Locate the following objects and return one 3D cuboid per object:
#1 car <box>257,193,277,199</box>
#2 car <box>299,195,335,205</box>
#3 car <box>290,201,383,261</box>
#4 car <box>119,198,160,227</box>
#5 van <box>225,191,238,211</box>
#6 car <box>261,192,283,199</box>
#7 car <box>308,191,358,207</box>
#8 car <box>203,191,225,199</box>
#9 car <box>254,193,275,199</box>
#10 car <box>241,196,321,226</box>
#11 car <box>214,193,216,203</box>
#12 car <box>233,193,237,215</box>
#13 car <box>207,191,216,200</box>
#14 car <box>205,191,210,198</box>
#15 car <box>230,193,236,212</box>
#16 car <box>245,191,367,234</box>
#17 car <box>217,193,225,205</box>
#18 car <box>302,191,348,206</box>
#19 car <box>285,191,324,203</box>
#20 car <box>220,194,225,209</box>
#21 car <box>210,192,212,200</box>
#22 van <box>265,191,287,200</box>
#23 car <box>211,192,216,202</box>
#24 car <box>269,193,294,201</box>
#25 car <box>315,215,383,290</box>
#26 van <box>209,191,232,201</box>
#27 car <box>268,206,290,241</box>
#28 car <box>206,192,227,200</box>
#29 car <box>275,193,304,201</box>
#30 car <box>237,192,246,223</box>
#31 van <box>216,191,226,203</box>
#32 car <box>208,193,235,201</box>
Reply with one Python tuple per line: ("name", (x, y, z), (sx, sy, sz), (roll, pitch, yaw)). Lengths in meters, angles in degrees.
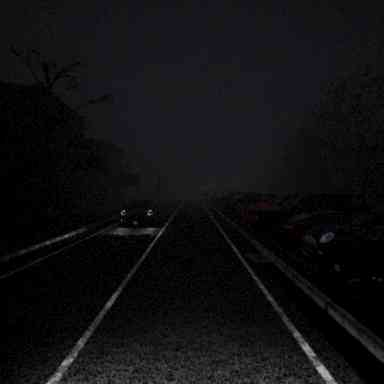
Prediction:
("car", (18.669, 0.965, 83.153), (4.674, 1.452, 2.002), (0, 0, 0))
("car", (18.697, 1.129, 49.861), (4.674, 1.452, 2.002), (0, 0, 0))
("car", (5.708, 1.288, 10.268), (4.553, 1.767, 2.185), (0, 0, 0))
("car", (-3.252, 1.198, 21.413), (2.097, 1.767, 4.553), (0, 0, 0))
("van", (5.532, 1.025, 29.889), (4.442, 1.987, 1.878), (0, 0, 0))
("car", (18.636, 0.815, 77.584), (4.553, 1.767, 2.185), (0, 0, 0))
("car", (18.679, 0.882, 44.289), (5.566, 2.045, 2.435), (0, 0, 0))
("car", (5.617, 0.670, 85.951), (5.566, 2.045, 2.435), (0, 0, 0))
("car", (18.673, 0.921, 85.940), (5.008, 1.535, 2.097), (0, 0, 0))
("car", (5.630, 1.195, 21.480), (4.553, 1.767, 2.185), (0, 0, 0))
("car", (5.658, 1.165, 43.907), (4.792, 1.488, 2.163), (0, 0, 0))
("car", (5.625, 1.172, 24.284), (4.553, 1.767, 2.185), (0, 0, 0))
("car", (5.604, 1.037, 57.916), (4.892, 1.521, 2.231), (0, 0, 0))
("car", (5.632, 0.770, 60.722), (5.566, 2.045, 2.435), (0, 0, 0))
("car", (5.684, 1.149, 27.087), (4.553, 1.767, 2.185), (0, 0, 0))
("car", (5.641, 1.116, 15.873), (5.566, 2.045, 2.435), (0, 0, 0))
("car", (5.607, 1.211, 38.301), (4.792, 1.488, 2.163), (0, 0, 0))
("car", (18.675, 0.860, 46.951), (5.566, 2.045, 2.435), (0, 0, 0))
("car", (18.663, 0.801, 55.306), (5.566, 2.045, 2.435), (0, 0, 0))
("car", (5.639, 1.228, 32.694), (5.008, 1.535, 2.097), (0, 0, 0))
("car", (5.615, 1.090, 49.510), (5.008, 1.535, 2.097), (0, 0, 0))
("van", (18.784, 0.725, 74.803), (4.442, 1.987, 1.878), (0, 0, 0))
("car", (5.810, 1.109, 46.710), (5.366, 1.575, 1.946), (0, 0, 0))
("car", (18.670, 1.020, 69.232), (4.674, 1.452, 2.002), (0, 0, 0))
("car", (5.675, 1.438, 7.466), (4.892, 1.521, 2.231), (0, 0, 0))
("van", (5.713, 0.767, 66.329), (4.442, 1.987, 1.878), (0, 0, 0))
("car", (5.670, 1.431, 13.072), (4.674, 1.452, 2.002), (0, 0, 0))
("car", (5.557, 0.825, 74.740), (4.553, 1.767, 2.185), (0, 0, 0))
("car", (18.674, 1.008, 63.661), (5.008, 1.535, 2.097), (0, 0, 0))
("car", (5.637, 1.093, 18.676), (5.566, 2.045, 2.435), (0, 0, 0))
("van", (5.516, 0.932, 41.102), (4.442, 1.987, 1.878), (0, 0, 0))
("car", (5.595, 1.007, 63.526), (5.008, 1.535, 2.097), (0, 0, 0))
